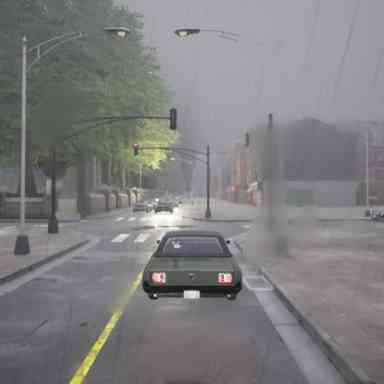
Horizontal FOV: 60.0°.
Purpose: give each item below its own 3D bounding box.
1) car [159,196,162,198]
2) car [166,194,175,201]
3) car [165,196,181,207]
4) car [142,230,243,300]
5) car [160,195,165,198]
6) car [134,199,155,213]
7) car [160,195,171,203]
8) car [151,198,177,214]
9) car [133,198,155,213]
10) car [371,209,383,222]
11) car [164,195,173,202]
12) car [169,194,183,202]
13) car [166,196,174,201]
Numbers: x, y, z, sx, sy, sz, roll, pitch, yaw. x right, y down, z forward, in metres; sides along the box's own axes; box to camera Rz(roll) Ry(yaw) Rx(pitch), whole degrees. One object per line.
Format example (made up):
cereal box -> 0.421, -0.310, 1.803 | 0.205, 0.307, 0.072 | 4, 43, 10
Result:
car -> -5.506, 1.585, 44.108 | 2.008, 1.369, 4.403 | 1, 0, 0
car -> -5.859, 1.528, 93.160 | 2.192, 1.841, 5.009 | 1, 0, 0
car -> -3.022, 1.646, 49.926 | 1.895, 1.301, 4.718 | 0, 0, 0
car -> 0.033, 1.602, 8.341 | 1.895, 1.301, 4.718 | 0, 0, 1
car -> -5.546, 1.610, 49.558 | 1.947, 1.339, 4.313 | 1, 0, 0
car -> -5.520, 1.552, 38.946 | 1.752, 1.417, 4.829 | 1, 0, 0
car -> -5.703, 1.549, 71.358 | 1.967, 1.590, 4.097 | 1, 0, 0
car -> -2.922, 1.623, 35.718 | 1.895, 1.301, 4.718 | 0, 0, 0
car -> -5.482, 1.575, 36.972 | 2.008, 1.369, 4.403 | 1, 0, 0
car -> 15.302, 1.425, 23.642 | 4.674, 1.442, 1.812 | -1, -1, 0
car -> -5.782, 1.596, 82.258 | 1.967, 1.590, 4.097 | 1, 0, 0
car -> -3.070, 1.614, 65.624 | 1.812, 1.442, 4.674 | 0, 0, 0
car -> -5.823, 1.708, 87.539 | 1.752, 1.417, 4.829 | 1, 0, 0
